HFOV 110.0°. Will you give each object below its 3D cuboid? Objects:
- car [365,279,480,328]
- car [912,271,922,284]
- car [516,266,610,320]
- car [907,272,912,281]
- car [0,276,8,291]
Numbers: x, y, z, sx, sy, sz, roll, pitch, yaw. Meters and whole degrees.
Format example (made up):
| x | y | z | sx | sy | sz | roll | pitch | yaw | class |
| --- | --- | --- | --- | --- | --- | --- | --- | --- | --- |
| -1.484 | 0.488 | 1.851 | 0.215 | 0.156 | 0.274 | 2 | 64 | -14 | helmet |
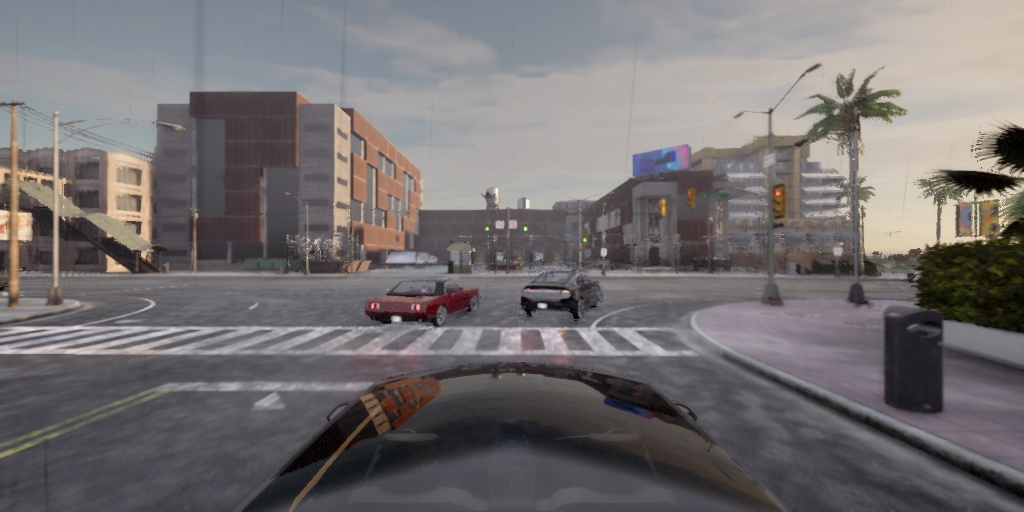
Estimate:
| x | y | z | sx | sy | sz | roll | pitch | yaw | class |
| --- | --- | --- | --- | --- | --- | --- | --- | --- | --- |
| -2.557 | 1.382 | 11.661 | 1.895 | 1.301 | 4.718 | 0 | 0 | 13 | car |
| 29.125 | 1.167 | 22.613 | 4.553 | 1.767 | 2.097 | 0 | 0 | 27 | car |
| 1.947 | 1.277 | 12.901 | 2.128 | 1.511 | 4.902 | -1 | 0 | 25 | car |
| 31.394 | 1.349 | 25.410 | 4.674 | 1.442 | 1.812 | 0 | 0 | 27 | car |
| -31.905 | 1.356 | 20.387 | 5.357 | 1.411 | 2.033 | 0 | 0 | 1 | car |
